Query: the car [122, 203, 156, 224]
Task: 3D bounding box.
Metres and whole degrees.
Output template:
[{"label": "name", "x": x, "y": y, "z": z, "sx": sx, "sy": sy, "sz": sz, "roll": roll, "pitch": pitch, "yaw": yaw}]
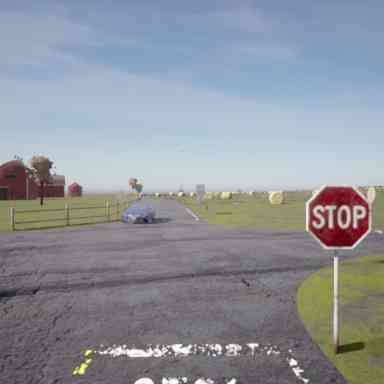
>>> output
[{"label": "car", "x": -3.879, "y": 1.543, "z": 25.123, "sx": 1.812, "sy": 1.442, "sz": 4.674, "roll": 0, "pitch": 0, "yaw": 3}]
